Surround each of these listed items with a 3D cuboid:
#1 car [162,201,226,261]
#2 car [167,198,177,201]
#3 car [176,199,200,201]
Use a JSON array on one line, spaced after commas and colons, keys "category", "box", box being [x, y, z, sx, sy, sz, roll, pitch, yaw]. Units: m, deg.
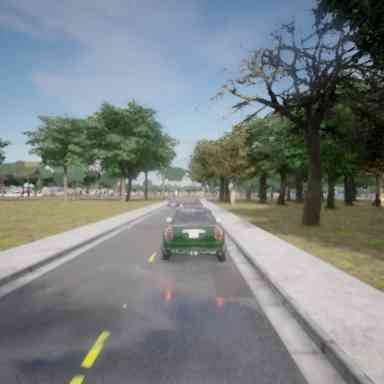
[{"category": "car", "box": [0.069, 1.389, 12.628, 2.097, 1.767, 4.553, 0, 0, 0]}, {"category": "car", "box": [-2.825, 1.677, 51.691, 1.812, 1.442, 4.674, 0, 0, 0]}, {"category": "car", "box": [0.068, 1.432, 27.623, 2.097, 1.767, 4.553, 0, 0, 0]}]
